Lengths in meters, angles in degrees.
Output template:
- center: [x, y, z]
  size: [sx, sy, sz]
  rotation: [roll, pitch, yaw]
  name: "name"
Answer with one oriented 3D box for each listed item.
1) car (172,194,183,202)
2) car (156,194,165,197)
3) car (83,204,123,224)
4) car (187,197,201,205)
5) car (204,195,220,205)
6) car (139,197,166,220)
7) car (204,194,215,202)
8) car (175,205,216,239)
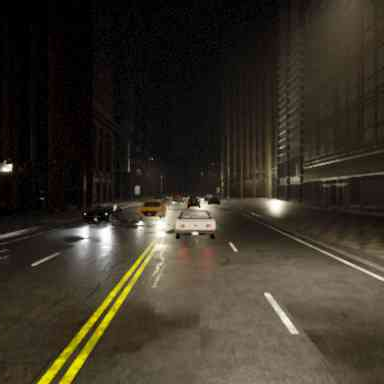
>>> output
- center: [-2.988, 1.222, 69.111]
  size: [1.882, 1.535, 5.008]
  rotation: [0, 0, 0]
  name: "car"
- center: [-6.268, 1.262, 65.296]
  size: [1.837, 1.490, 4.892]
  rotation: [0, 0, 1]
  name: "car"
- center: [-6.508, 1.553, 24.686]
  size: [1.895, 1.301, 4.718]
  rotation: [0, 0, 0]
  name: "car"
- center: [0.276, 1.435, 46.415]
  size: [2.033, 1.411, 5.357]
  rotation: [0, 0, 0]
  name: "car"
- center: [3.559, 1.409, 55.451]
  size: [1.994, 1.385, 4.181]
  rotation: [0, 0, 0]
  name: "car"
- center: [-3.242, 1.427, 27.982]
  size: [1.882, 1.535, 5.008]
  rotation: [0, 0, 0]
  name: "car"
- center: [3.507, 1.273, 67.408]
  size: [2.128, 1.511, 4.902]
  rotation: [0, 0, 0]
  name: "car"
- center: [0.161, 1.577, 17.296]
  size: [1.895, 1.301, 4.718]
  rotation: [0, 0, 0]
  name: "car"
